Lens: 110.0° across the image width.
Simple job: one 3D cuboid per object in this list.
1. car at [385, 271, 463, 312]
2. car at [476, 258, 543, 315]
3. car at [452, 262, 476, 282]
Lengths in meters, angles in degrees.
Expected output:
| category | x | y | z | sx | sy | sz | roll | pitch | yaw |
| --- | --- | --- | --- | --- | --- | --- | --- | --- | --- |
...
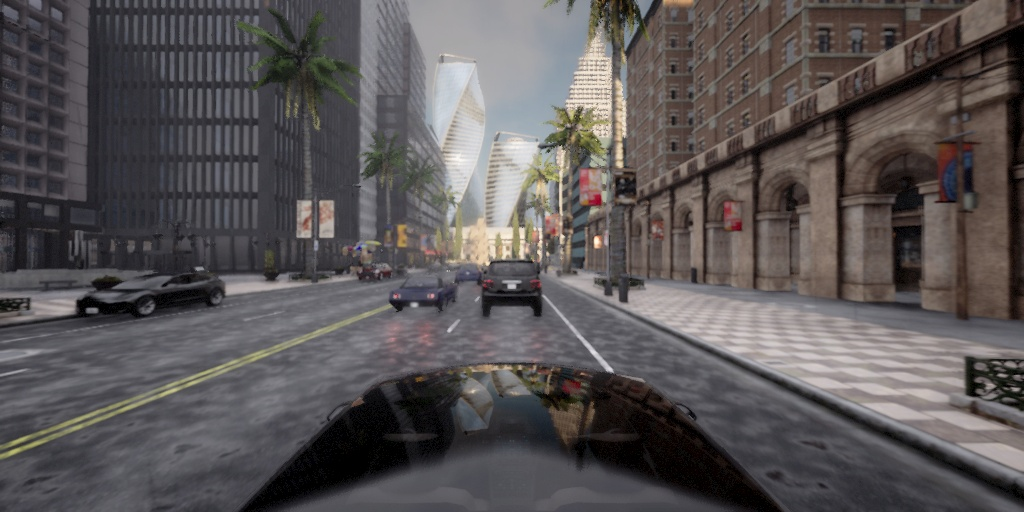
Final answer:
| category | x | y | z | sx | sy | sz | roll | pitch | yaw |
| --- | --- | --- | --- | --- | --- | --- | --- | --- | --- |
| car | -3.484 | 1.496 | 15.086 | 1.895 | 1.301 | 4.718 | 0 | -1 | 0 |
| car | 0.010 | 1.112 | 14.435 | 2.150 | 2.045 | 5.566 | 0 | 0 | 0 |
| car | -3.459 | 1.410 | 30.254 | 2.097 | 1.767 | 4.553 | 0 | -1 | 0 |
